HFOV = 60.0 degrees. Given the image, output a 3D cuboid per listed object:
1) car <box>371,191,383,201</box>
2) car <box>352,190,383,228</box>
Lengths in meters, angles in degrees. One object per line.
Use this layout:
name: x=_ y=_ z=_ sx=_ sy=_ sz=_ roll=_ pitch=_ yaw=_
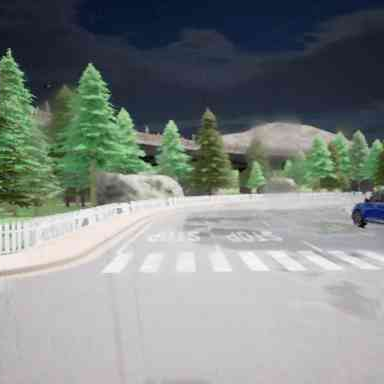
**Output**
car: x=28.672 y=0.526 z=48.133 sx=4.892 sy=1.490 sz=1.837 roll=-1 pitch=0 yaw=-12
car: x=9.758 y=0.870 z=15.711 sx=2.150 sy=2.045 sz=5.566 roll=-1 pitch=1 yaw=0
